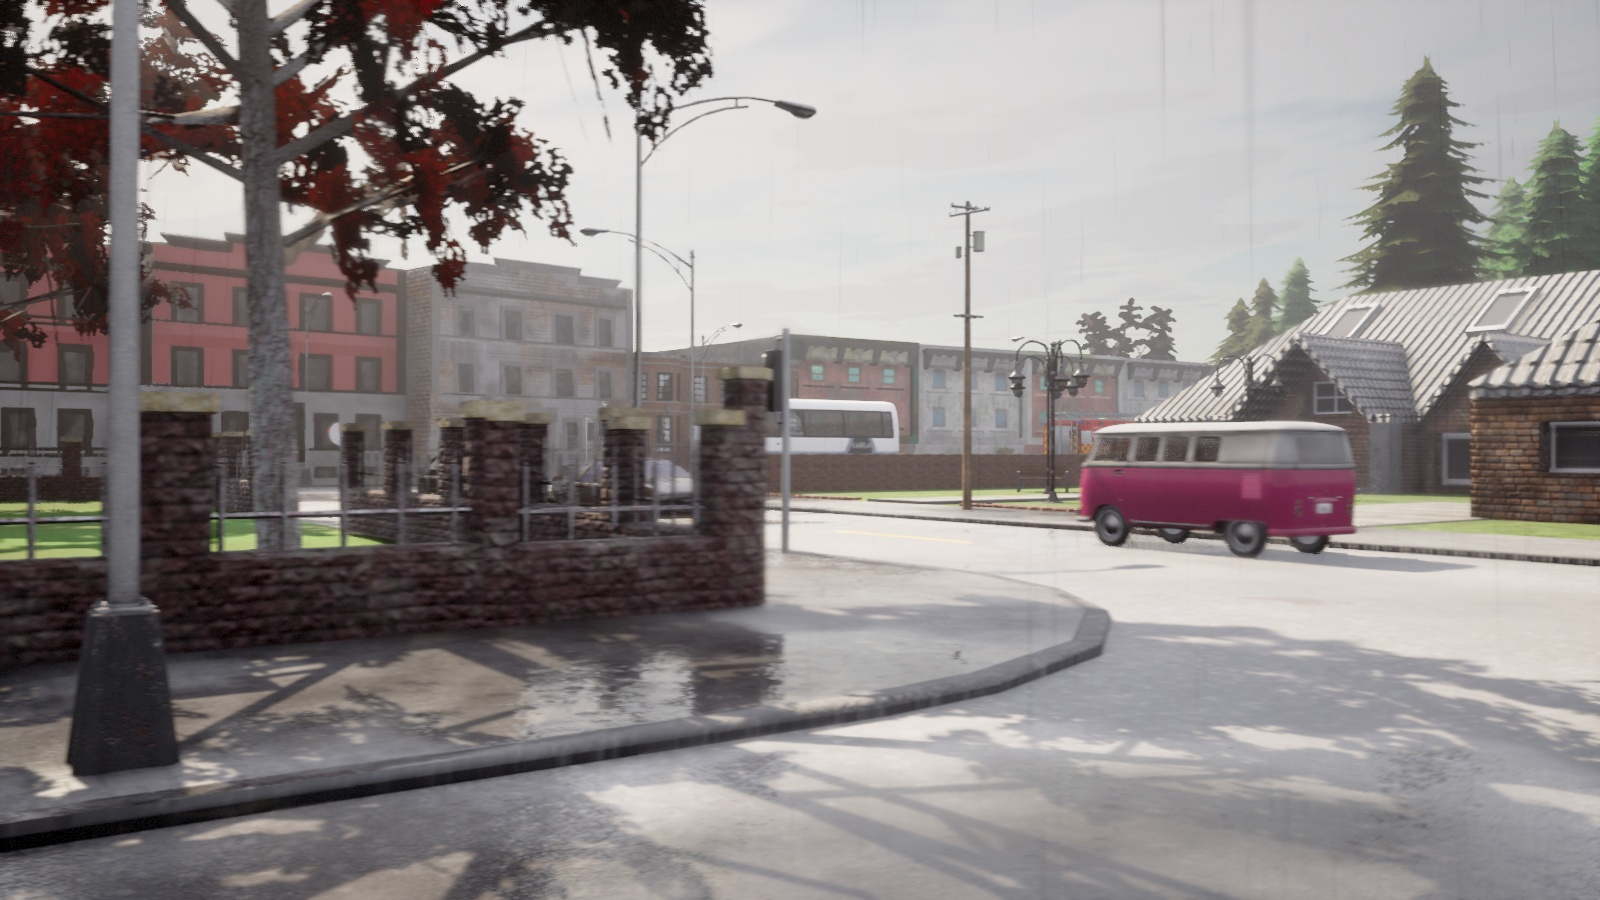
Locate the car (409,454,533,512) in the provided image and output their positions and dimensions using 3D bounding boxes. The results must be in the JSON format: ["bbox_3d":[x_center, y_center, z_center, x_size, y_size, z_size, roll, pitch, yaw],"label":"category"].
[{"bbox_3d":[-9.037,0.862,34.290,1.816,1.474,4.193,0,0,-37],"label":"car"}]

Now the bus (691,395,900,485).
[{"bbox_3d":[-0.113,-0.474,64.273,10.273,4.253,3.944,0,0,-35],"label":"bus"}]

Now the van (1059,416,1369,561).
[{"bbox_3d":[6.245,0.532,19.472,1.775,1.987,4.442,0,0,-33],"label":"van"}]

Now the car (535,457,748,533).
[{"bbox_3d":[-3.450,0.864,26.291,2.033,1.411,5.357,0,0,-37],"label":"car"}]

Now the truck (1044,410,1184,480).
[{"bbox_3d":[18.054,-0.281,72.001,8.468,3.827,2.891,0,0,-35],"label":"truck"}]
